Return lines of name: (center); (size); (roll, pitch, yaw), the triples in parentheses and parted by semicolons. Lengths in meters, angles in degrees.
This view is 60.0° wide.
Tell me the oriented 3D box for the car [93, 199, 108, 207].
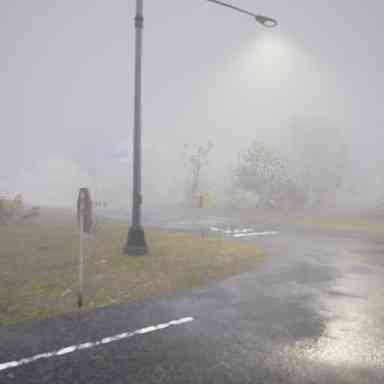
car: (-15.103, 1.700, 53.300); (1.895, 1.301, 4.718); (1, 0, -33)
